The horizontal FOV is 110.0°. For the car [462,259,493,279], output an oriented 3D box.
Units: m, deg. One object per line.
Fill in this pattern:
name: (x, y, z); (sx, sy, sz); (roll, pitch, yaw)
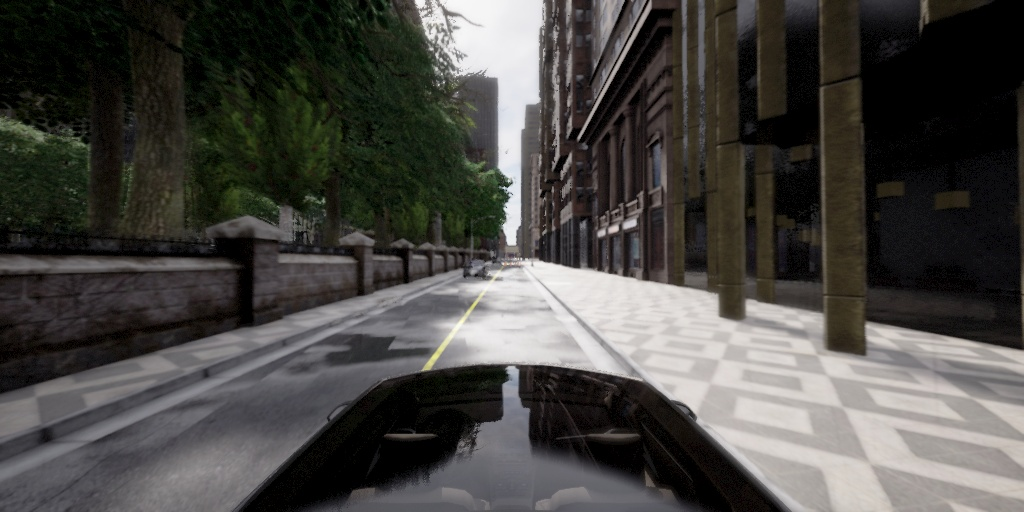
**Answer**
car: (-3.102, 1.127, 30.920); (2.128, 1.511, 4.902); (0, 0, 0)

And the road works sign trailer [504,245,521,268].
road works sign trailer: (-0.013, 0.013, 56.481); (2.380, 3.560, 2.880); (0, 0, 0)
